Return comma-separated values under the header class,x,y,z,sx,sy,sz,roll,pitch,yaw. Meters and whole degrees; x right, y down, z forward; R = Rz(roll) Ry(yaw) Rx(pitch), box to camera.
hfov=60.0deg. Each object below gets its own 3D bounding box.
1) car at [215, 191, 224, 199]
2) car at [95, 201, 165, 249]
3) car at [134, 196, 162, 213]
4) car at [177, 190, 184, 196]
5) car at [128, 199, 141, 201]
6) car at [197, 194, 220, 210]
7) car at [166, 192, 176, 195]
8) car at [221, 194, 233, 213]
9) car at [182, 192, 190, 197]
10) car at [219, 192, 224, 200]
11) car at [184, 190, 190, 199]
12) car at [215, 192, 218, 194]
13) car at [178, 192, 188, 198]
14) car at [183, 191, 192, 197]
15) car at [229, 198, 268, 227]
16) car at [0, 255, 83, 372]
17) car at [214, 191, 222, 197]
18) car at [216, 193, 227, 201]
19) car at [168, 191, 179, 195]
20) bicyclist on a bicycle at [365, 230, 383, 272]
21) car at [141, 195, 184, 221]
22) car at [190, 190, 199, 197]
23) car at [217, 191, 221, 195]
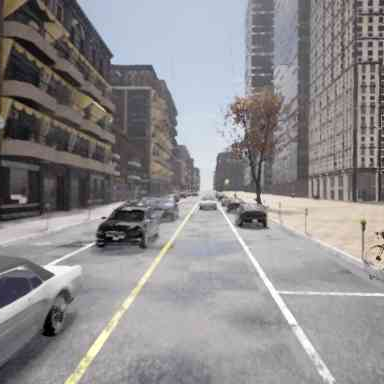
class,x,y,z,sx,sy,sz,roll,pitch,yaw
car,6.305,0.679,76.517,1.967,1.590,4.097,1,1,3
car,-2.501,1.329,13.843,1.837,1.490,4.892,1,1,3
car,-4.196,1.157,32.416,2.008,1.369,4.403,2,1,3
car,-3.126,0.693,54.666,2.192,1.841,5.009,1,1,3
car,-4.463,1.229,26.853,1.947,1.339,4.313,2,1,3
car,1.776,1.220,36.551,1.895,1.301,4.718,1,1,3
car,-3.665,1.057,43.542,1.947,1.339,4.313,2,1,3
car,4.174,1.243,32.015,2.008,1.369,4.403,1,1,3
car,-1.535,0.608,88.046,1.947,1.339,4.313,1,1,3
car,4.715,1.101,43.311,1.752,1.417,4.829,1,1,3
car,-2.328,0.524,71.353,2.192,1.841,5.009,1,1,3
car,2.470,1.021,50.874,2.033,1.411,5.357,1,1,3
car,-2.068,0.698,76.919,1.887,1.381,4.507,1,1,3
car,-1.269,0.537,93.608,2.008,1.369,4.403,1,1,3
car,3.641,1.358,20.889,2.008,1.369,4.403,1,1,3
car,-2.987,1.531,3.781,1.895,1.301,4.718,1,1,3
car,6.838,0.568,87.644,1.967,1.590,4.097,1,1,3
car,5.771,0.902,65.392,2.008,1.369,4.403,1,1,3
car,-3.405,0.962,48.934,1.752,1.417,4.829,1,1,3
bicyclist on a bicycle,5.274,1.256,8.531,1.656,1.620,0.582,1,1,3
car,-1.998,1.209,24.123,2.128,1.511,4.902,1,1,3
car,0.565,0.300,75.790,2.097,1.767,4.553,1,1,3
car,5.504,0.959,59.831,2.008,1.369,4.403,1,1,3
